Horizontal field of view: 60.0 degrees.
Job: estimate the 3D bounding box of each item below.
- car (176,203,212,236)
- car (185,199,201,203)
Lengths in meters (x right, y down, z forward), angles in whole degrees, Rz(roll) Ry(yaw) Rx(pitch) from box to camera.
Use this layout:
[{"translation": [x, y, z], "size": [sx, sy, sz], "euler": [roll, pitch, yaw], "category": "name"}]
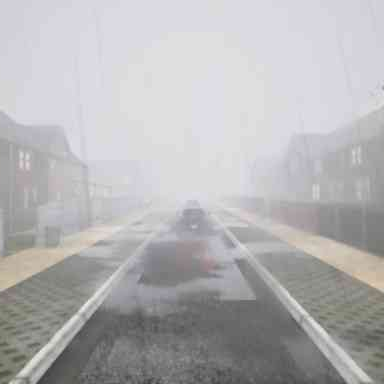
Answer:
[{"translation": [0.095, 1.537, 18.543], "size": [1.812, 1.442, 4.674], "euler": [0, 0, 0], "category": "car"}, {"translation": [0.090, 1.550, 40.537], "size": [1.812, 1.442, 4.674], "euler": [0, 0, 0], "category": "car"}]
